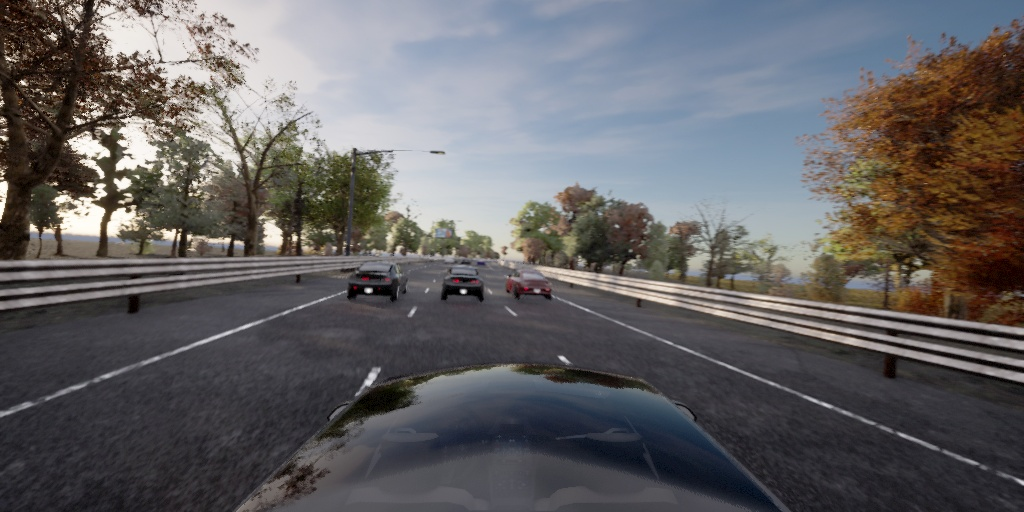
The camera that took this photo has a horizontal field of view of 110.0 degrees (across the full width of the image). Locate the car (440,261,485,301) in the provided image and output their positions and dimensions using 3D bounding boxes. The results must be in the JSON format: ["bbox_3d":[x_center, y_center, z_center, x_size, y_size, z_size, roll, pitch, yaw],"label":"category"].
[{"bbox_3d":[-2.419,1.227,17.383,1.837,1.490,4.892,4,0,-9],"label":"car"}]

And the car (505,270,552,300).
[{"bbox_3d":[0.823,1.464,19.207,1.812,1.442,4.674,4,0,-9],"label":"car"}]

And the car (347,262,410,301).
[{"bbox_3d":[-5.651,1.011,15.555,1.837,1.490,4.892,4,0,-10],"label":"car"}]
